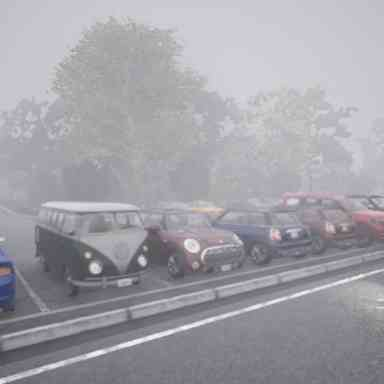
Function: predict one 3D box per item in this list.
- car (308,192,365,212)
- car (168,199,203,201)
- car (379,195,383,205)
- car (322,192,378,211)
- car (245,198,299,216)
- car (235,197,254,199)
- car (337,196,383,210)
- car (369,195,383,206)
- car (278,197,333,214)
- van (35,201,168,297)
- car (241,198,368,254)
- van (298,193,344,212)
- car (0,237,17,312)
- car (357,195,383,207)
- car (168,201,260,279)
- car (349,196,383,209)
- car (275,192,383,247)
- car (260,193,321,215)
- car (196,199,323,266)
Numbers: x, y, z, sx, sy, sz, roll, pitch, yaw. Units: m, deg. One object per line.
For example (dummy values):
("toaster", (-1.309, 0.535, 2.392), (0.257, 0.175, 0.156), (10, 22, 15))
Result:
("car", (16.556, 1.068, 38.455), (2.435, 2.045, 5.566), (0, 0, -36))
("car", (-1.496, 1.418, 25.523), (2.231, 1.521, 4.892), (0, 0, -36))
("car", (30.131, 1.175, 48.117), (2.231, 1.521, 4.892), (-1, 0, -36))
("car", (18.848, 1.051, 40.023), (2.435, 2.045, 5.566), (0, 0, -36))
("car", (7.558, 1.398, 31.953), (2.163, 1.488, 4.792), (0, 0, -36))
("car", (5.263, 1.255, 30.386), (2.185, 1.767, 4.553), (0, 0, -36))
("car", (21.073, 1.313, 41.684), (2.163, 1.488, 4.792), (0, 0, -36))
("car", (27.871, 1.206, 46.502), (2.097, 1.535, 5.008), (-1, 0, -36))
("car", (11.949, 1.341, 35.356), (1.946, 1.575, 5.366), (0, 0, -36))
("van", (-2.639, 1.237, 8.478), (1.878, 1.987, 4.442), (0, 0, -36))
("car", (4.154, 1.300, 13.438), (2.185, 1.767, 4.553), (0, 0, -36))
("van", (14.246, 1.106, 36.912), (1.878, 1.987, 4.442), (0, 0, -36))
("car", (-4.983, 1.475, 6.939), (2.097, 1.535, 5.008), (0, 0, -36))
("car", (25.501, 1.232, 45.041), (1.946, 1.575, 5.366), (-1, 0, -36))
("car", (-0.444, 1.325, 10.228), (2.185, 1.767, 4.553), (0, 0, -36))
("car", (23.371, 1.293, 43.255), (2.163, 1.488, 4.792), (0, 0, -36))
("car", (6.432, 1.162, 15.070), (2.435, 2.045, 5.566), (0, 0, -36))
("car", (9.781, 1.105, 33.613), (2.435, 2.045, 5.566), (0, 0, -36))
("car", (1.873, 1.312, 11.807), (2.185, 1.767, 4.553), (0, 0, -36))
